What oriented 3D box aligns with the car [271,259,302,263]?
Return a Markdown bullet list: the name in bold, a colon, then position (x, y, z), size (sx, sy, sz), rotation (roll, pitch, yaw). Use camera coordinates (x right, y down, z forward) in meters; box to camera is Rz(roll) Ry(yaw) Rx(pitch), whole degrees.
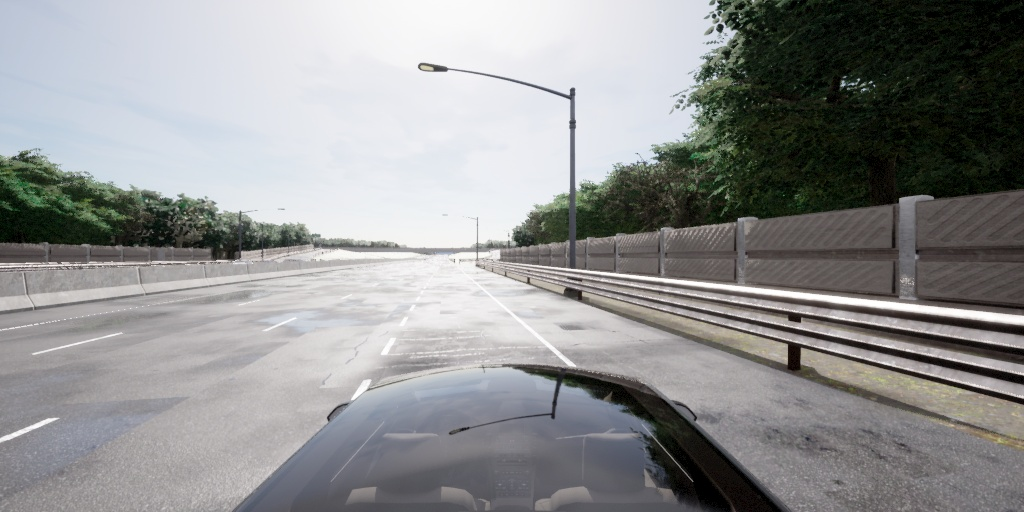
- **car**: position (-29.938, 1.142, 48.455), size (2.097, 1.767, 4.553), rotation (0, 0, -10)
